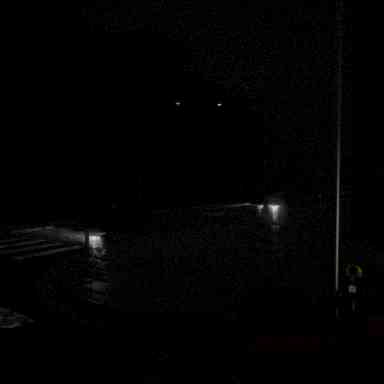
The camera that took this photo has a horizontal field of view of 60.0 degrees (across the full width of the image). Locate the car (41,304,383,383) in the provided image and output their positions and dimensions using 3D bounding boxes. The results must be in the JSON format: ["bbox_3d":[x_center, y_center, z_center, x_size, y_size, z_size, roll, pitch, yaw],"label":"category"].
[{"bbox_3d":[0.729,1.545,2.274,4.507,1.381,1.887,0,1,35],"label":"car"}]

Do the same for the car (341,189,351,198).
[{"bbox_3d":[24.141,0.232,53.328,2.033,1.411,5.357,1,2,36],"label":"car"}]

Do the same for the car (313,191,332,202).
[{"bbox_3d":[17.471,0.499,43.926,1.994,1.385,4.181,1,2,36],"label":"car"}]

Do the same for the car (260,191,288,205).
[{"bbox_3d":[9.351,0.631,37.545,1.812,1.442,4.674,1,2,35],"label":"car"}]

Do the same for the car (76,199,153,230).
[{"bbox_3d":[-4.143,1.160,18.547,1.812,1.442,4.674,1,2,35],"label":"car"}]
